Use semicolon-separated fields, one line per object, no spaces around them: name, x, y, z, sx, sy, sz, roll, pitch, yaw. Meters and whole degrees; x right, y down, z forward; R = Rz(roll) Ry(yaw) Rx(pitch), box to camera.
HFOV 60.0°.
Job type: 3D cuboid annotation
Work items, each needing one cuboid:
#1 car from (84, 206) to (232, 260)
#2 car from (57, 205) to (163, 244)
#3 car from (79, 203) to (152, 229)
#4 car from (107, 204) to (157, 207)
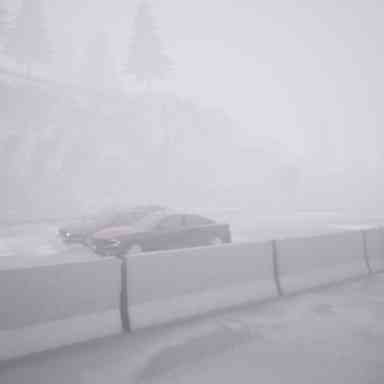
car;-0.912;1.438;11.633;5.008;1.535;1.882;0;0;-33
car;-2.942;1.497;14.523;5.357;1.411;2.033;0;0;-33
car;-4.926;1.489;21.505;4.181;1.385;1.994;0;0;-32
car;-2.925;1.441;18.638;4.892;1.490;1.837;0;0;-32
